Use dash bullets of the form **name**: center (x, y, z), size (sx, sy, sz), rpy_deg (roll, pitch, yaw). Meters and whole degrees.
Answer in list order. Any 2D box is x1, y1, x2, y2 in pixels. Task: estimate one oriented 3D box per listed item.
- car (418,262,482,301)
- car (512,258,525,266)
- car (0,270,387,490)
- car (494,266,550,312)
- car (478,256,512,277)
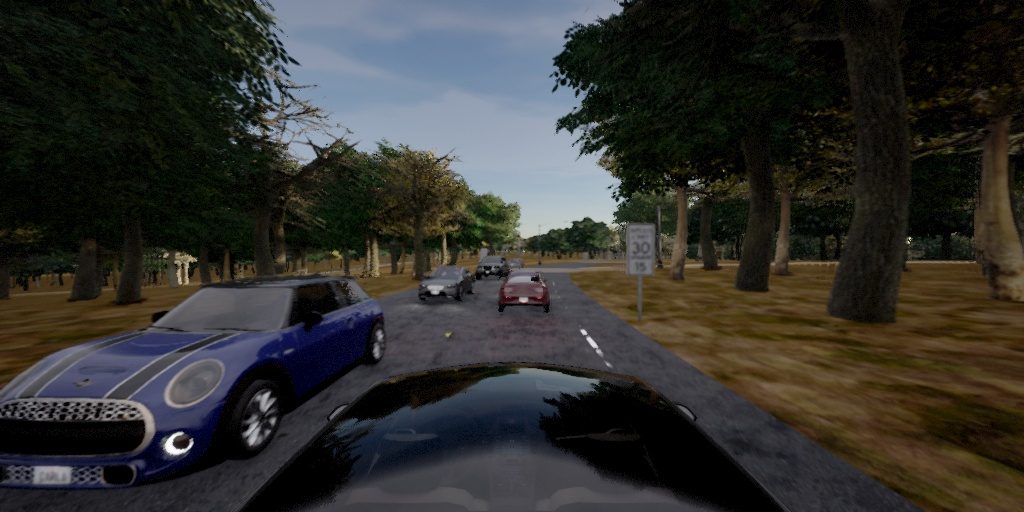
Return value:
- **car**: center (-2.998, 1.236, 17.219), size (2.128, 1.511, 4.902), rpy_deg (0, 0, 4)
- **car**: center (0.446, 0.965, 45.503), size (2.128, 1.511, 4.902), rpy_deg (0, 0, 10)
- **car**: center (-3.498, 1.096, 5.010), size (2.097, 1.767, 4.553), rpy_deg (0, 0, 1)
- **car**: center (0.507, 1.277, 14.172), size (1.812, 1.442, 4.674), rpy_deg (0, 0, 3)
- **car**: center (-1.638, 0.976, 31.844), size (2.150, 2.045, 5.566), rpy_deg (0, 0, 7)
